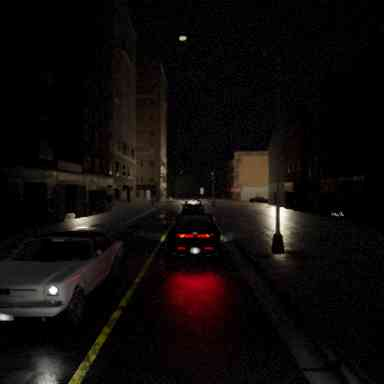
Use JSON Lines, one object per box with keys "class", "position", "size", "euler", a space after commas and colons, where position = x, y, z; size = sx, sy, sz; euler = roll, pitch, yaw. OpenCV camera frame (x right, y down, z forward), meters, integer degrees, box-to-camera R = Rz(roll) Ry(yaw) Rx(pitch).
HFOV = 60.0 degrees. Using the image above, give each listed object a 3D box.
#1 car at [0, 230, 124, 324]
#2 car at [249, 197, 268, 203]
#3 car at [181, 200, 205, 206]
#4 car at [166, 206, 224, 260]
{"class": "car", "position": [-2.852, 1.585, 7.239], "size": [1.895, 1.301, 4.718], "euler": [0, 0, 0]}
{"class": "car", "position": [13.223, 1.549, 64.461], "size": [4.313, 1.339, 1.947], "euler": [0, 0, 0]}
{"class": "car", "position": [0.101, 1.429, 28.017], "size": [2.128, 1.511, 4.902], "euler": [0, 0, 0]}
{"class": "car", "position": [0.102, 1.478, 12.238], "size": [1.837, 1.490, 4.892], "euler": [0, 0, 0]}
